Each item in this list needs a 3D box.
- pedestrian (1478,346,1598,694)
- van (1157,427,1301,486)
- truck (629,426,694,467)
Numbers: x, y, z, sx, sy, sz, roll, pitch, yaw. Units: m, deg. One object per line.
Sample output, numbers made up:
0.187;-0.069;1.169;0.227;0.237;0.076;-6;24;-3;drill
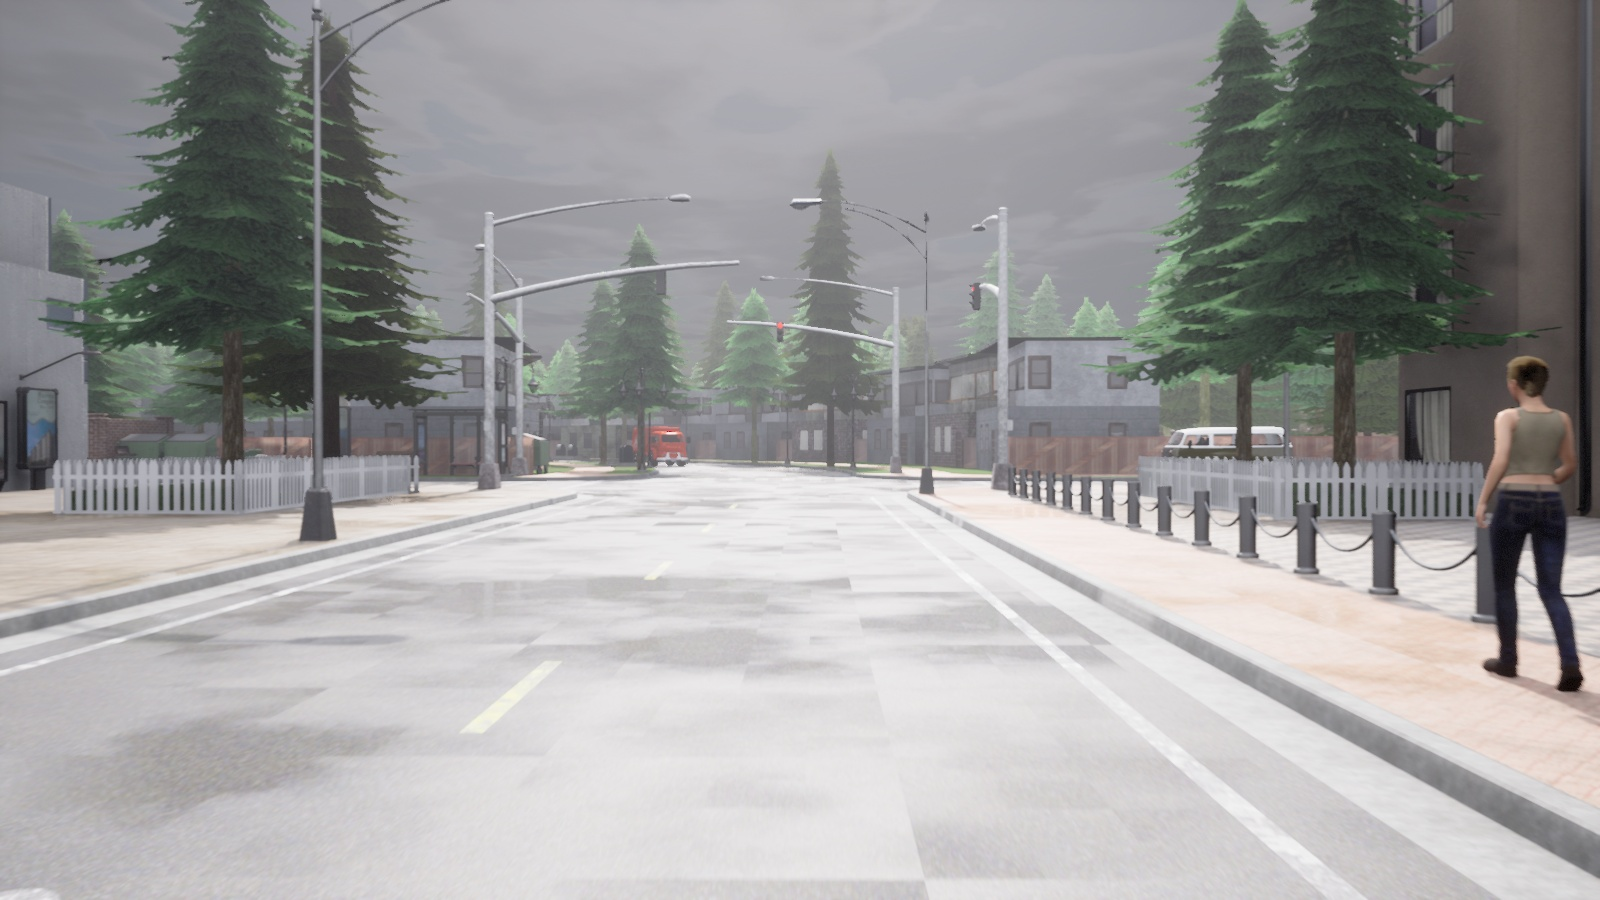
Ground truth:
4.053;0.368;6.922;0.345;1.836;0.594;0;0;6;pedestrian
15.281;0.224;44.931;4.480;2.038;2.069;0;0;2;van
-8.757;-0.207;78.924;2.627;2.467;5.204;0;0;-24;truck
